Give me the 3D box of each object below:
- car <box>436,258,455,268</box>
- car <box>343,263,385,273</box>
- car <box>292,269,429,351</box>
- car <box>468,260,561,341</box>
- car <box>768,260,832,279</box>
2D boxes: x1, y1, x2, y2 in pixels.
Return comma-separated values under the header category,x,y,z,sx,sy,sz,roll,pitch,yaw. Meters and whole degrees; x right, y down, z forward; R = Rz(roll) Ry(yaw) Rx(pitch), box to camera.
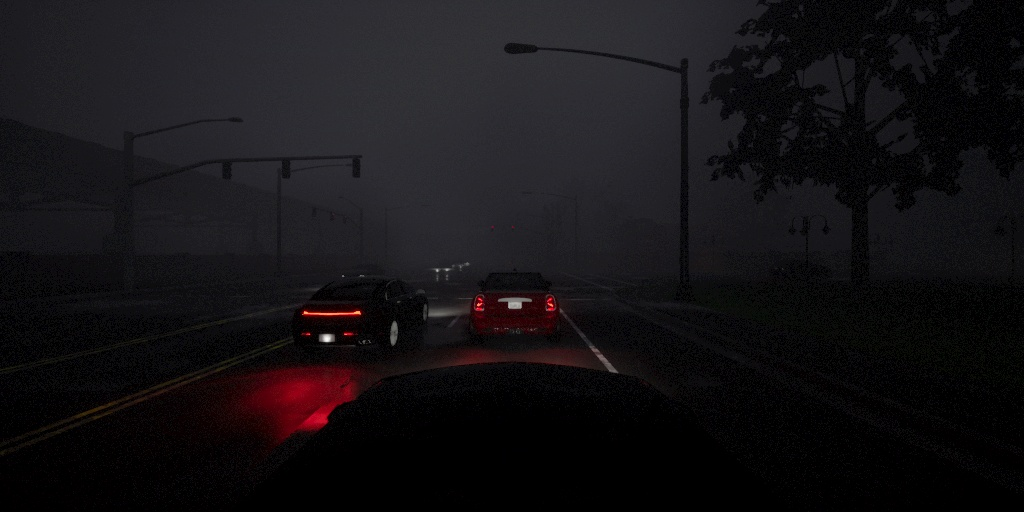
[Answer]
category,x,y,z,sx,sy,sz,roll,pitch,yaw
car,-10.603,1.153,56.415,1.812,1.442,4.674,0,1,0
car,-10.613,1.255,26.029,1.837,1.490,4.892,0,0,0
car,-3.421,1.255,8.997,1.837,1.490,4.892,0,0,-1
car,0.075,1.102,9.990,2.097,1.767,4.553,0,0,0
car,25.215,1.102,31.418,4.553,1.767,2.097,0,0,-1
